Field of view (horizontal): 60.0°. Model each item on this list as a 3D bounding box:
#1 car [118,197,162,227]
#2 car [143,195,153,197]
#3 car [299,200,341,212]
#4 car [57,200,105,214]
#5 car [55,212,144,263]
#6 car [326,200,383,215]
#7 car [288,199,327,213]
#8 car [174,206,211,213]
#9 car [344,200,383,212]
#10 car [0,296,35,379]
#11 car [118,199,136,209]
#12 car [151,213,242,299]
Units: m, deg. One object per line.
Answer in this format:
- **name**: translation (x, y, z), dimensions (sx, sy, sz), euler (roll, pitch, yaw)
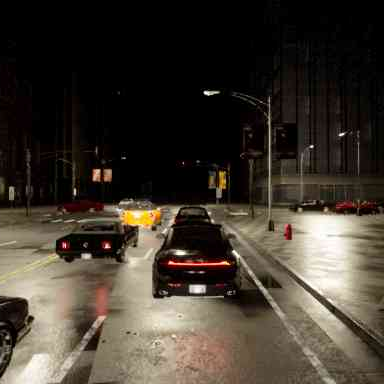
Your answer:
- **car**: translation (-3.109, 1.395, 21.050), dimensions (2.097, 1.767, 4.553), euler (0, 0, 0)
- **car**: translation (-9.612, 1.600, 71.825), dimensions (2.150, 2.045, 5.566), euler (0, 0, 0)
- **car**: translation (15.262, 1.661, 39.837), dimensions (4.313, 1.339, 1.947), euler (0, 0, -1)
- **car**: translation (-12.204, 1.617, 36.628), dimensions (5.008, 1.535, 1.882), euler (0, -1, 0)
- **car**: translation (-3.125, 1.615, 12.057), dimensions (1.895, 1.301, 4.718), euler (0, 0, 0)
- **car**: translation (15.376, 1.576, 31.313), dimensions (4.206, 1.307, 1.802), euler (0, 0, -1)
- **car**: translation (13.200, 1.574, 37.056), dimensions (4.892, 1.490, 1.837), euler (0, -1, -1)
- **car**: translation (0.035, 1.509, 17.937), dimensions (1.882, 1.535, 5.008), euler (0, 0, 0)
- **car**: translation (20.902, 1.642, 39.914), dimensions (4.313, 1.339, 1.947), euler (0, 0, -1)
- **car**: translation (-3.152, 1.548, 2.269), dimensions (2.033, 1.411, 5.357), euler (0, 0, 0)
- **car**: translation (-9.746, 1.743, 50.463), dimensions (1.812, 1.442, 4.674), euler (0, 0, 0)
- **car**: translation (0.114, 1.511, 8.446), dimensions (1.837, 1.490, 4.892), euler (0, 0, 0)
